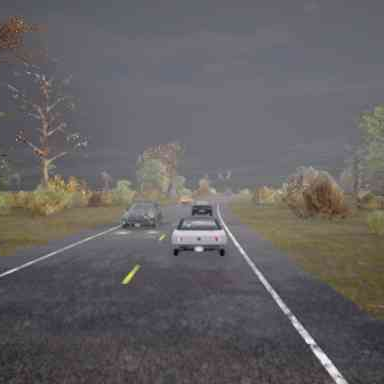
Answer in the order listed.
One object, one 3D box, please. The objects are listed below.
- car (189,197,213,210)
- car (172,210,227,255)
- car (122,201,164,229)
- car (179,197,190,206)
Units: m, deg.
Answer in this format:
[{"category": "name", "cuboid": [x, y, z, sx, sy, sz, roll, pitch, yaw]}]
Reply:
[{"category": "car", "cuboid": [0.996, 1.506, 31.587, 1.882, 1.535, 5.008, 0, 0, 3]}, {"category": "car", "cuboid": [0.291, 1.616, 13.353, 1.895, 1.301, 4.718, 0, 0, 1]}, {"category": "car", "cuboid": [-3.139, 1.375, 21.868, 2.097, 1.767, 4.553, 0, 0, 2]}, {"category": "car", "cuboid": [-0.961, 1.515, 55.538, 1.882, 1.535, 5.008, 0, 0, 6]}]
